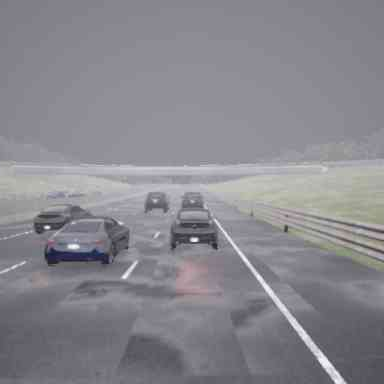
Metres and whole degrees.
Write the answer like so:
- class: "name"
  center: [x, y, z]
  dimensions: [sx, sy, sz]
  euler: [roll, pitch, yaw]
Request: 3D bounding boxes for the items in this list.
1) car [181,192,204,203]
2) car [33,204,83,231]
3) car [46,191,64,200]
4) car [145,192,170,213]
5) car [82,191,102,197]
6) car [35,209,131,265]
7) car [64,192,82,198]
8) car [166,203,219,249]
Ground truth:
- class: "car"
  center: [0.057, 0.982, 33.690]
  dimensions: [2.150, 2.045, 5.566]
  euler: [0, 1, 0]
- class: "car"
  center: [-6.922, 1.414, 18.323]
  dimensions: [1.837, 1.490, 4.892]
  euler: [0, 1, 0]
- class: "car"
  center: [-24.601, 0.614, 60.201]
  dimensions: [1.882, 1.535, 5.008]
  euler: [0, 2, 0]
- class: "car"
  center: [-3.455, 0.983, 33.735]
  dimensions: [2.150, 2.045, 5.566]
  euler: [0, 1, -1]
- class: "car"
  center: [-17.613, 0.627, 60.243]
  dimensions: [2.128, 1.511, 4.902]
  euler: [0, 2, 1]
- class: "car"
  center: [-3.413, 1.526, 11.573]
  dimensions: [1.994, 1.385, 4.181]
  euler: [0, 0, 0]
- class: "car"
  center: [-21.093, 0.723, 60.629]
  dimensions: [1.895, 1.301, 4.718]
  euler: [0, 2, 0]
- class: "car"
  center: [0.083, 1.445, 14.324]
  dimensions: [1.837, 1.490, 4.892]
  euler: [0, 0, 0]
